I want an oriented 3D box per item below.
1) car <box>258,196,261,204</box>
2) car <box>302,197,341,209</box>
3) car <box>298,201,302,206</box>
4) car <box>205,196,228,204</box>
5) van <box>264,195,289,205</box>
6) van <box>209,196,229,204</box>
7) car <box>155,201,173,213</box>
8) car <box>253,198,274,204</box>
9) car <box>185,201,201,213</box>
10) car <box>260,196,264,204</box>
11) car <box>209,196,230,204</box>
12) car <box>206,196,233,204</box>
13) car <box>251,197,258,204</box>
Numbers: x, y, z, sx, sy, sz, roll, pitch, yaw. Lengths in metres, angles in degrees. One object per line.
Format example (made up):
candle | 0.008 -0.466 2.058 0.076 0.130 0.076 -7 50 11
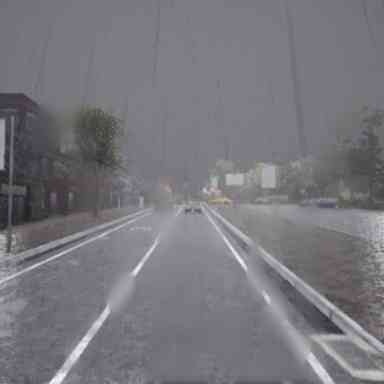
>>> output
car | 18.704 2.054 77.218 5.366 1.575 1.946 0 -2 0
car | 18.765 1.551 47.801 4.553 1.767 2.185 0 0 0
car | 18.694 1.733 50.970 4.674 1.452 2.002 0 0 0
car | 6.215 2.011 84.463 5.566 2.045 2.435 0 -2 -1
van | 18.445 1.706 71.767 4.442 1.987 1.878 0 -1 0
van | 6.358 1.857 78.274 4.442 1.987 1.878 0 -2 0
car | -3.334 1.761 40.132 1.994 1.385 4.181 0 0 0
car | 18.433 2.310 85.721 4.892 1.521 2.231 0 -2 -1
car | 0.107 1.800 40.598 1.895 1.301 4.718 0 0 0
car | 18.725 1.989 74.557 5.366 1.575 1.946 0 -1 0
car | 6.297 1.879 75.234 4.553 1.767 2.185 0 -1 0
car | 6.104 1.938 72.313 5.366 1.575 1.946 0 -1 0
car | 18.445 1.964 82.938 5.566 2.045 2.435 0 -2 -1
